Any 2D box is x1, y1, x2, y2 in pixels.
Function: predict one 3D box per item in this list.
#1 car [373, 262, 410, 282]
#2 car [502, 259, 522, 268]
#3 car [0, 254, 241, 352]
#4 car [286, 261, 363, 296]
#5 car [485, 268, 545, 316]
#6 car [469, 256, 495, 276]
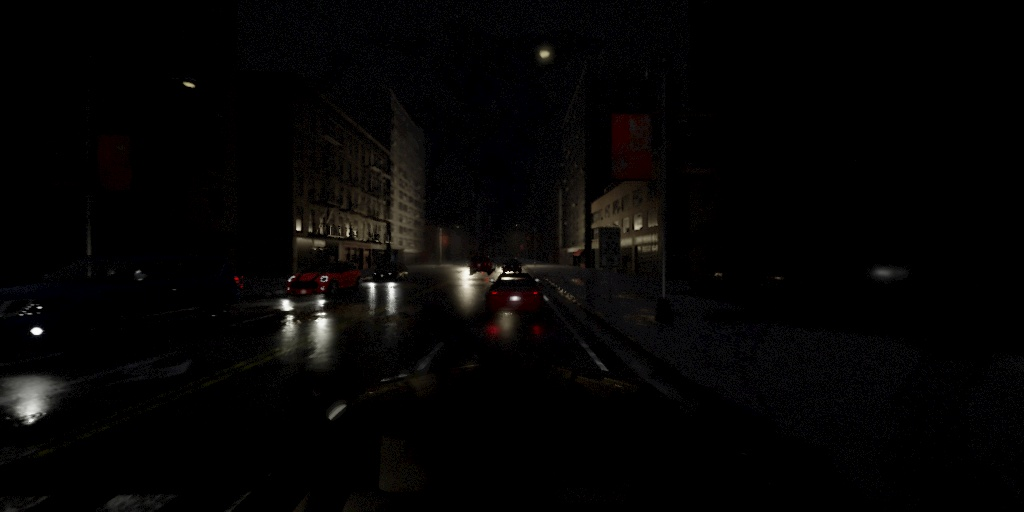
[{"bbox_3d":[-9.810,1.260,29.544,1.837,1.490,4.892,0,0,0],"label":"car"},{"bbox_3d":[0.019,1.105,39.275,2.097,1.767,4.553,0,0,0],"label":"car"},{"bbox_3d":[-9.842,0.975,9.257,2.150,2.045,5.566,0,0,0],"label":"car"},{"bbox_3d":[-9.842,1.107,19.185,2.097,1.767,4.553,0,0,0],"label":"car"},{"bbox_3d":[0.103,1.316,13.370,1.994,1.385,4.181,0,0,0],"label":"car"},{"bbox_3d":[-3.241,0.976,37.954,2.150,2.045,5.566,0,0,0],"label":"car"}]
